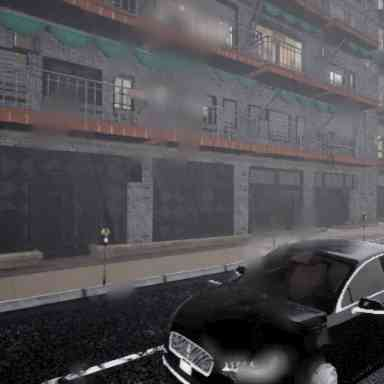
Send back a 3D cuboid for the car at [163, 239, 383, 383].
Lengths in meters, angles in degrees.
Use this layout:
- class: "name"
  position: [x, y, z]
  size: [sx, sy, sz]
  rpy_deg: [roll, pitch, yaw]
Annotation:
- class: "car"
  position: [1.913, 1.506, 4.742]
  size: [4.892, 1.490, 1.837]
  rpy_deg: [0, 0, -36]
